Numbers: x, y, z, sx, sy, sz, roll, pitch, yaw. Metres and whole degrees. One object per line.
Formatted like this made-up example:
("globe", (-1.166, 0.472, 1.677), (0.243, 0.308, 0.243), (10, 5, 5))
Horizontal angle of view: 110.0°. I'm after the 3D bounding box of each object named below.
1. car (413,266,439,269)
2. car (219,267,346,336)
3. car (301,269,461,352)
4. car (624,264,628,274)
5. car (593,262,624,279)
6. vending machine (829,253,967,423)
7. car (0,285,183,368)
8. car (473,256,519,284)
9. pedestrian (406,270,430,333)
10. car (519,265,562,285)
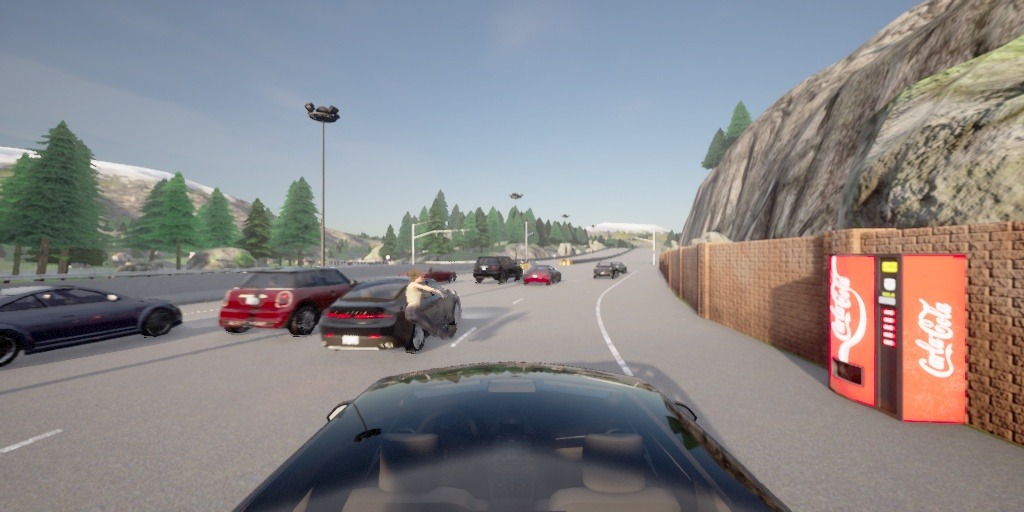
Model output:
("car", (-5.749, 1.379, 25.056), (1.895, 1.301, 4.718), (0, 0, 20))
("car", (-5.926, 1.111, 10.714), (2.097, 1.767, 4.553), (0, 0, 8))
("car", (-2.669, 1.269, 8.981), (1.837, 1.490, 4.892), (0, 1, 7))
("car", (12.343, 1.367, 42.005), (1.994, 1.385, 4.181), (0, 0, 22))
("car", (8.718, 1.282, 33.055), (2.128, 1.511, 4.902), (0, 0, 22))
("vending machine", (5.129, 0.950, 4.841), (1.100, 2.100, 0.880), (0, 0, 5))
("car", (-9.842, 1.320, 7.754), (1.994, 1.385, 4.181), (0, 0, 6))
("car", (-0.990, 1.004, 27.695), (2.150, 2.045, 5.566), (0, 0, 21))
("pedestrian", (-1.841, 1.121, 6.678), (0.375, 1.860, 0.375), (15, -28, -42))
("car", (2.310, 1.345, 26.405), (1.994, 1.385, 4.181), (0, 0, 21))
